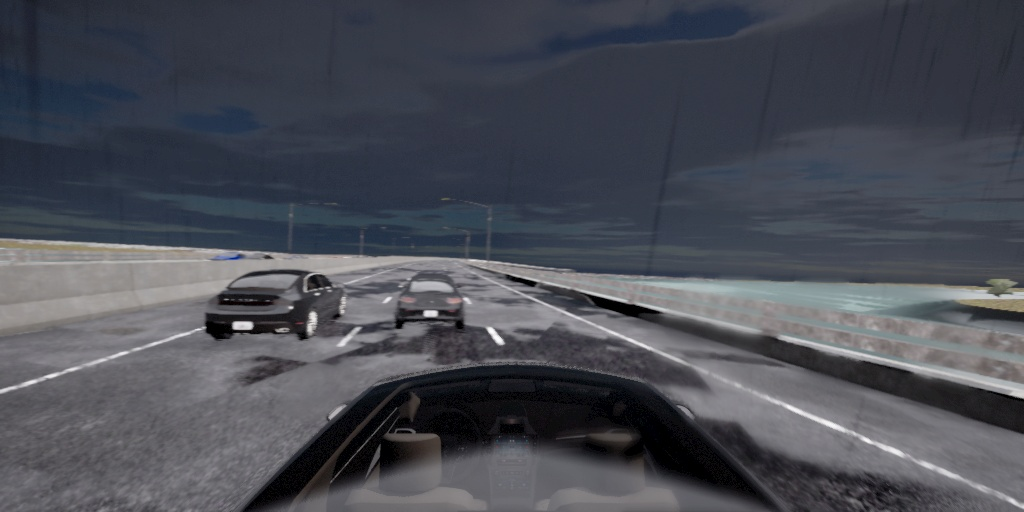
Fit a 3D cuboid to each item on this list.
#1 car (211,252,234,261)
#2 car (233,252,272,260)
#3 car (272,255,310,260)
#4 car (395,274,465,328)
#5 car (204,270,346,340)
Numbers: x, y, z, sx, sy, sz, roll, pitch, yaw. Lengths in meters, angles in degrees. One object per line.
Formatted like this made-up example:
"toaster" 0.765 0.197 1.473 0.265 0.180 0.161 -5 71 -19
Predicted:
"car" -30.035 0.322 38.503 1.882 1.535 5.008 3 -1 -12
"car" -26.157 0.501 37.015 1.837 1.490 4.892 3 -1 -12
"car" -22.756 0.640 37.799 2.128 1.511 4.902 3 -1 -12
"car" -2.502 1.267 11.136 1.812 1.442 4.674 3 -1 -12
"car" -5.658 1.091 9.221 1.837 1.490 4.892 3 -1 -13
